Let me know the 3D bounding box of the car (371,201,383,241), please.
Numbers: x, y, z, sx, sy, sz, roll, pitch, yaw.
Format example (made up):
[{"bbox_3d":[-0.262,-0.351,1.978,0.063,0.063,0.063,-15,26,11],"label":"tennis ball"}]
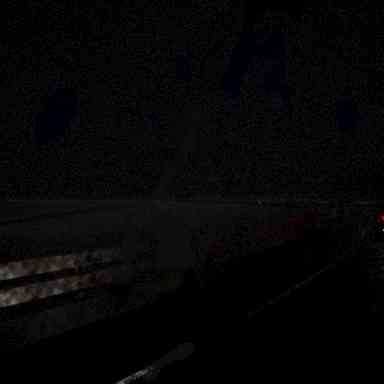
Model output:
[{"bbox_3d":[11.167,1.522,18.129,2.150,2.045,5.566,0,-1,28],"label":"car"}]

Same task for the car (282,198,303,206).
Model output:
[{"bbox_3d":[24.146,2.670,80.046,1.837,1.490,4.892,0,-1,-8],"label":"car"}]

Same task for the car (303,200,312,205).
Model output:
[{"bbox_3d":[27.500,2.731,81.454,2.128,1.511,4.902,0,-1,-8],"label":"car"}]

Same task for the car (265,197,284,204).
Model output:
[{"bbox_3d":[22.560,2.826,90.138,2.033,1.411,5.357,1,-1,-14],"label":"car"}]

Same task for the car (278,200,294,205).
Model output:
[{"bbox_3d":[25.864,2.855,91.441,2.128,1.511,4.902,1,-1,-14],"label":"car"}]
